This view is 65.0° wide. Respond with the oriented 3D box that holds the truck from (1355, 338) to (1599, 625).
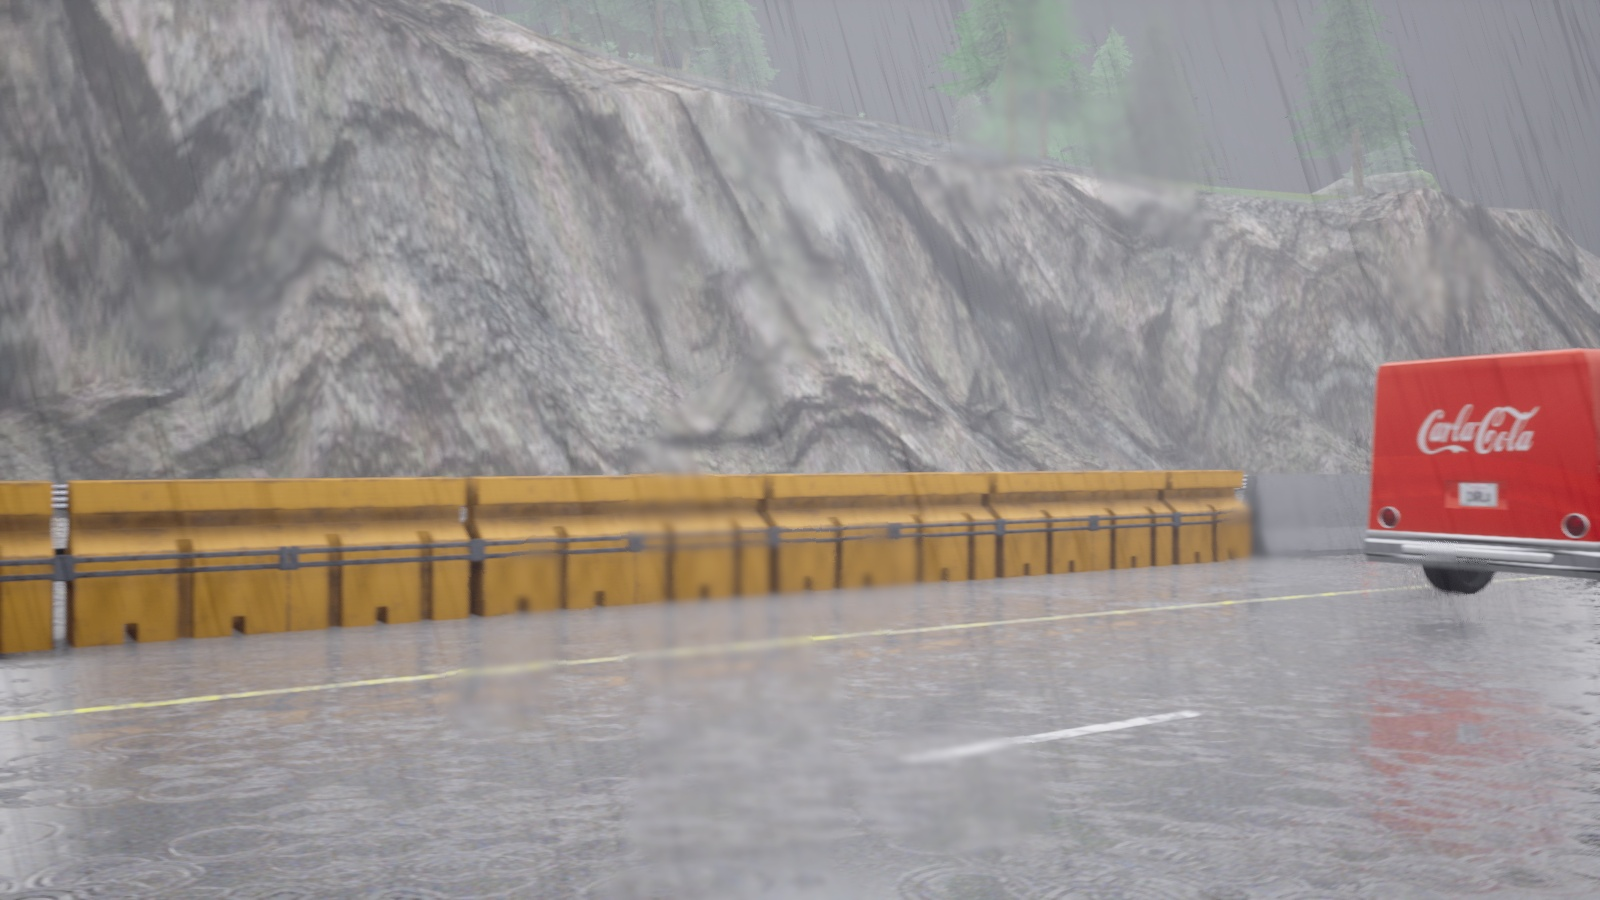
[{"bbox_3d":[8.638,0.273,13.016,5.204,2.467,2.627,0,0,-29],"label":"truck"}]
